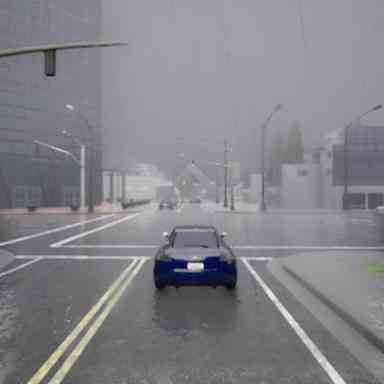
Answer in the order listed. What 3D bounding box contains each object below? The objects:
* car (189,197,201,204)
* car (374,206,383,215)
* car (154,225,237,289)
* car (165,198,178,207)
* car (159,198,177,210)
[{"bbox_3d":[0.715,1.897,73.234,2.128,1.511,4.902,0,0,12],"label":"car"},{"bbox_3d":[20.738,1.648,33.230,4.674,1.442,1.812,0,0,-2],"label":"car"},{"bbox_3d":[0.081,1.610,9.296,1.994,1.385,4.181,0,0,0],"label":"car"},{"bbox_3d":[-3.553,1.798,57.691,1.837,1.490,4.892,0,0,0],"label":"car"},{"bbox_3d":[-3.597,1.732,47.291,2.128,1.511,4.902,0,0,0],"label":"car"}]
